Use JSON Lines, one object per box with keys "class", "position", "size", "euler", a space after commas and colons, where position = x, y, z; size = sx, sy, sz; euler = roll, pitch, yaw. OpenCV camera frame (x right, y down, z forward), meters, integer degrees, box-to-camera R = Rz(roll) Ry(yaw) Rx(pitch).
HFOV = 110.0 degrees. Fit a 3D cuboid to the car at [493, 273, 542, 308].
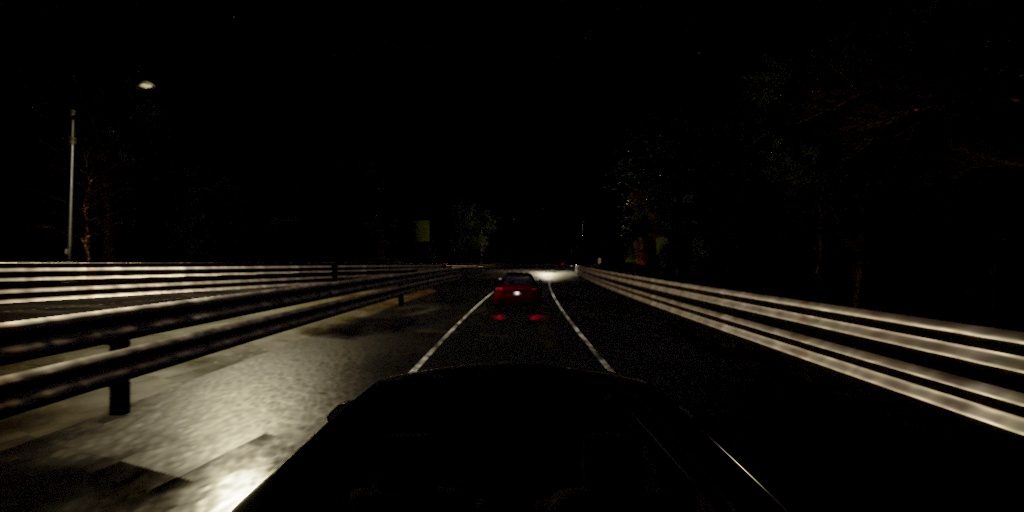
{"class": "car", "position": [0.302, 1.442, 15.985], "size": [1.994, 1.385, 4.181], "euler": [0, 0, 3]}
